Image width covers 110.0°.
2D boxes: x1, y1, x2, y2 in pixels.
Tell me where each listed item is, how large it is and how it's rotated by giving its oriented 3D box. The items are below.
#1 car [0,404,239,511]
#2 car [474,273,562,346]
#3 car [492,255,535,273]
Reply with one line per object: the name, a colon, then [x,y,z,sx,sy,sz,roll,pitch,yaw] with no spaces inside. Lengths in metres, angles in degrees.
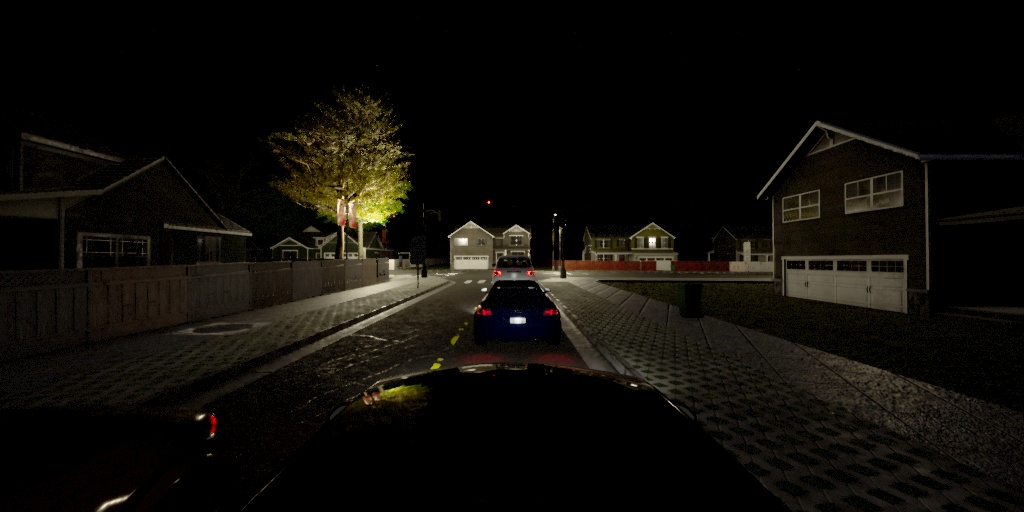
car: [-2.847,1.314,0.691,1.994,1.385,4.181,0,0,0]
car: [0.106,1.316,9.489,1.994,1.385,4.181,0,0,0]
car: [0.101,0.976,19.451,2.150,2.045,5.566,0,0,0]
